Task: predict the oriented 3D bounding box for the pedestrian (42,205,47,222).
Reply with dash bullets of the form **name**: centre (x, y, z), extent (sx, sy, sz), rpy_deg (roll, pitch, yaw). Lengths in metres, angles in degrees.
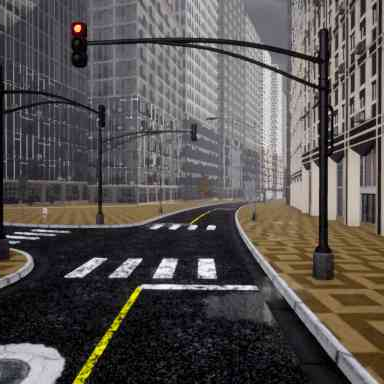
- **pedestrian**: centre (-9.297, 1.344, 21.052), extent (0.500, 1.100, 0.500), rpy_deg (0, 0, 17)
